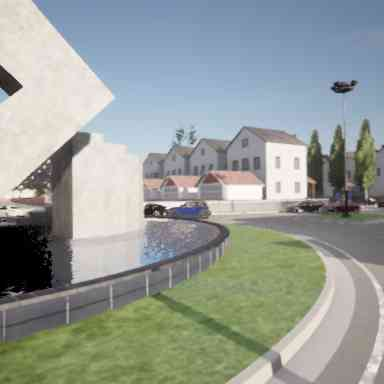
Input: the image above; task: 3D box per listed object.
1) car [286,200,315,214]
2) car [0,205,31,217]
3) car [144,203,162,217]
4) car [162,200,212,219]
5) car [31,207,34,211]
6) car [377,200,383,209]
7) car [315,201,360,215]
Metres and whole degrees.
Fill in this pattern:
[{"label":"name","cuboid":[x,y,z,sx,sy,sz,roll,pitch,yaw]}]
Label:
[{"label":"car","cuboid":[13.316,1.740,38.814,4.892,1.490,1.837,-1,0,-21]},{"label":"car","cuboid":[-21.142,2.308,38.498,4.674,1.442,1.812,-1,0,33]},{"label":"car","cuboid":[-5.009,2.018,37.537,4.892,1.490,1.837,-1,0,13]},{"label":"car","cuboid":[-0.267,1.739,33.079,4.553,1.767,2.097,-1,-1,6]},{"label":"car","cuboid":[-23.079,2.497,45.823,1.895,1.301,4.718,-1,-1,-32]},{"label":"car","cuboid":[27.991,1.569,46.728,5.008,1.535,1.882,0,-1,-32]},{"label":"car","cuboid":[16.181,1.686,36.200,4.674,1.442,1.812,-1,-1,-23]}]
